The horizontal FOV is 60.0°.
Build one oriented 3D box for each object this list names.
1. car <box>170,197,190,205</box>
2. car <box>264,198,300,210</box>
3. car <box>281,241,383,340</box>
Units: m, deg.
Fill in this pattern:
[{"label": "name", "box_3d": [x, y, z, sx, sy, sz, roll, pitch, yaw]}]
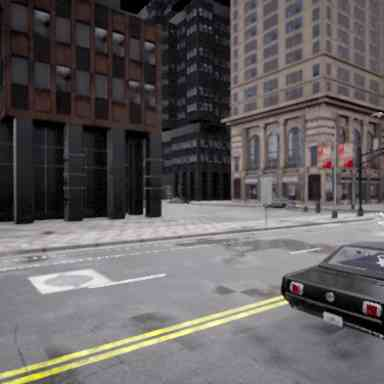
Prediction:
[{"label": "car", "box_3d": [-2.194, 1.609, 60.282, 1.994, 1.385, 4.181, 0, 0, -35]}, {"label": "car", "box_3d": [11.137, 1.507, 41.377, 2.128, 1.511, 4.902, 0, 0, -35]}, {"label": "car", "box_3d": [3.902, 1.598, 6.226, 4.718, 1.301, 1.895, 0, 0, -36]}]
